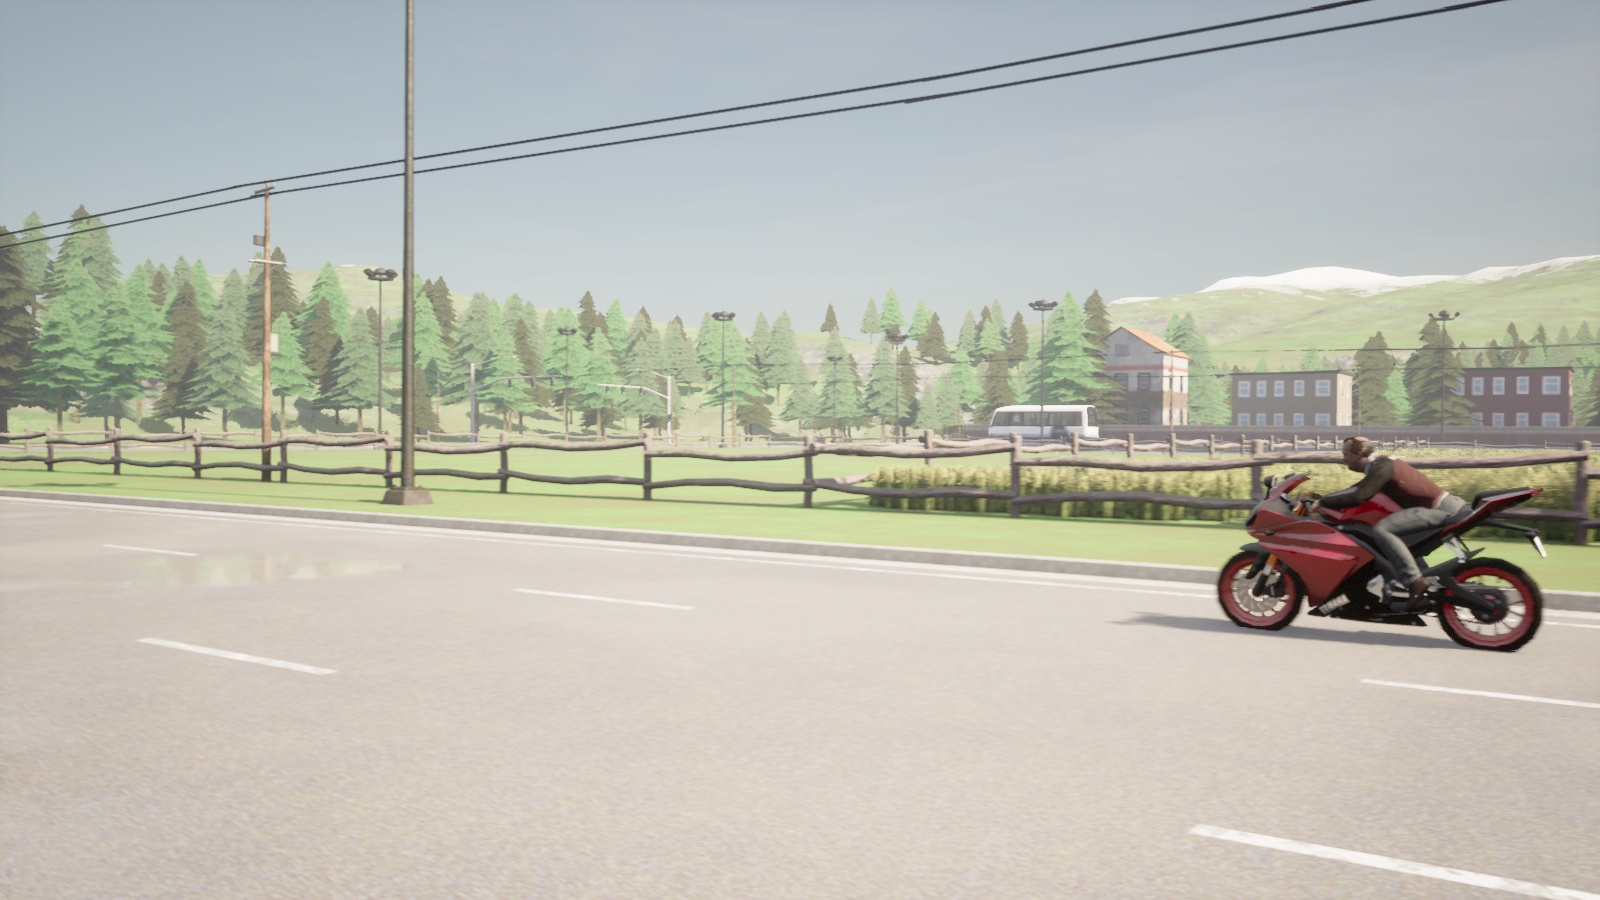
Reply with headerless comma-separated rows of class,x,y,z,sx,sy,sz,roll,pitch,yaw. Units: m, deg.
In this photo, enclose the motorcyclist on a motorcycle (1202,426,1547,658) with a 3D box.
motorcyclist on a motorcycle,4.196,0.603,9.239,2.191,1.530,0.866,0,1,34
